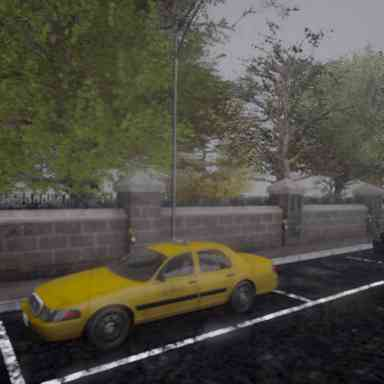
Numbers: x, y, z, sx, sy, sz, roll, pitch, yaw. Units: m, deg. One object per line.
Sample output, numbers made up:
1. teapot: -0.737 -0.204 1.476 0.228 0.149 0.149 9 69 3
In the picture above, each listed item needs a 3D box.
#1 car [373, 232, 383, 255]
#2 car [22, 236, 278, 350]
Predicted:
1. car: 8.704 1.714 12.770 4.313 1.339 1.947 1 0 -36
2. car: -0.450 1.557 6.236 4.829 1.417 1.752 1 0 -36
